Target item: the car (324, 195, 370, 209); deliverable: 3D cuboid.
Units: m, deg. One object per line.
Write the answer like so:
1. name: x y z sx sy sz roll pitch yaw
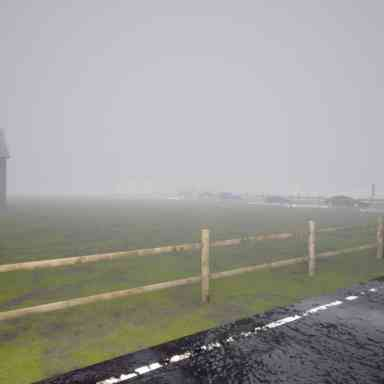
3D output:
1. car: 17.717 1.112 38.098 1.882 1.535 5.008 0 1 -36

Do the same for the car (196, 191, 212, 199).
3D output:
1. car: 2.653 0.597 65.423 1.837 1.490 4.892 0 1 -35

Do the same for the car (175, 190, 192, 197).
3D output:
1. car: -1.916 0.362 71.761 1.837 1.490 4.892 0 1 -36

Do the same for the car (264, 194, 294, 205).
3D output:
1. car: 11.996 1.020 46.127 1.994 1.385 4.181 0 1 -34

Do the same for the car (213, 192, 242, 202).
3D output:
1. car: 6.097 0.751 54.376 1.882 1.535 5.008 0 1 -35
